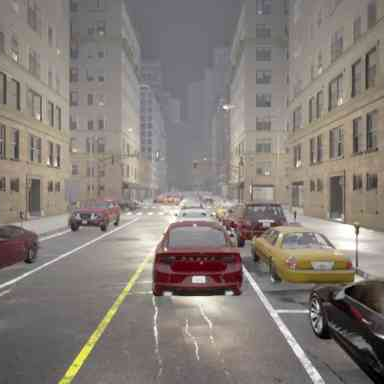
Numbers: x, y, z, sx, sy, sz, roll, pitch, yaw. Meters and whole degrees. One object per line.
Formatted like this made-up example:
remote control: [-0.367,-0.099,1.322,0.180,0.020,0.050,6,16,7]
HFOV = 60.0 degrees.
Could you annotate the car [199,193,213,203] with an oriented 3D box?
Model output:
car: [2.790,1.355,57.969,2.008,1.369,4.403,0,0,0]

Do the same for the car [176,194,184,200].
car: [-2.969,1.139,83.730,1.812,1.442,4.674,0,0,0]

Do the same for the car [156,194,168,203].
car: [-5.732,1.211,63.403,1.967,1.590,4.097,1,0,0]

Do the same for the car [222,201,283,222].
car: [2.773,1.299,14.759,2.192,1.841,5.009,0,0,0]

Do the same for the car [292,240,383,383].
car: [2.767,1.565,3.654,1.947,1.339,4.313,0,0,0]

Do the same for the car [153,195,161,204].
car: [-5.735,1.349,57.979,1.887,1.381,4.507,0,0,0]

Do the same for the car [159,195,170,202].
car: [-5.730,1.278,68.826,1.887,1.381,4.507,1,0,0]

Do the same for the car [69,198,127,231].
car: [-5.750,1.287,20.321,2.192,1.841,5.009,0,0,0]

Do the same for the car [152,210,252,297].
car: [0.076,1.471,8.646,1.882,1.535,5.008,0,0,-1]

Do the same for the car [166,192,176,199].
car: [-5.719,0.880,90.517,2.192,1.841,5.009,1,0,0]

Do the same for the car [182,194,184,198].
car: [-3.041,1.290,61.355,1.837,1.490,4.892,0,0,0]

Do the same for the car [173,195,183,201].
car: [-2.974,1.268,71.300,1.994,1.385,4.181,0,0,0]

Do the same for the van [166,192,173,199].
van: [-5.721,0.950,85.094,1.690,1.788,3.998,1,0,0]

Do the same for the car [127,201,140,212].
car: [-8.157,1.414,36.552,4.892,1.490,1.837,0,0,14]

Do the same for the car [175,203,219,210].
car: [0.105,1.507,16.218,1.812,1.442,4.674,0,0,0]

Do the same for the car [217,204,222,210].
car: [2.774,1.554,20.310,1.802,1.307,4.206,0,0,0]

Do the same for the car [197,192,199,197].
car: [2.799,1.233,79.664,1.802,1.307,4.206,1,0,0]

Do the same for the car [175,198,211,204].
car: [0.083,1.449,25.360,2.128,1.511,4.902,0,0,0]

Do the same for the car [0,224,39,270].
car: [-5.756,1.575,9.216,1.802,1.307,4.206,0,0,0]

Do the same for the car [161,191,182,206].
car: [-3.129,1.193,51.811,2.097,1.767,4.553,0,0,2]

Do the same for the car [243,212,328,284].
car: [2.770,1.518,9.375,1.752,1.417,4.829,0,0,0]

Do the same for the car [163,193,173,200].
car: [-5.725,1.092,79.672,1.967,1.590,4.097,1,0,0]

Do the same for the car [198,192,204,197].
car: [2.796,1.257,68.985,1.752,1.417,4.829,1,0,0]

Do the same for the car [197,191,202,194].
car: [2.805,1.005,90.508,1.967,1.590,4.097,1,0,0]
